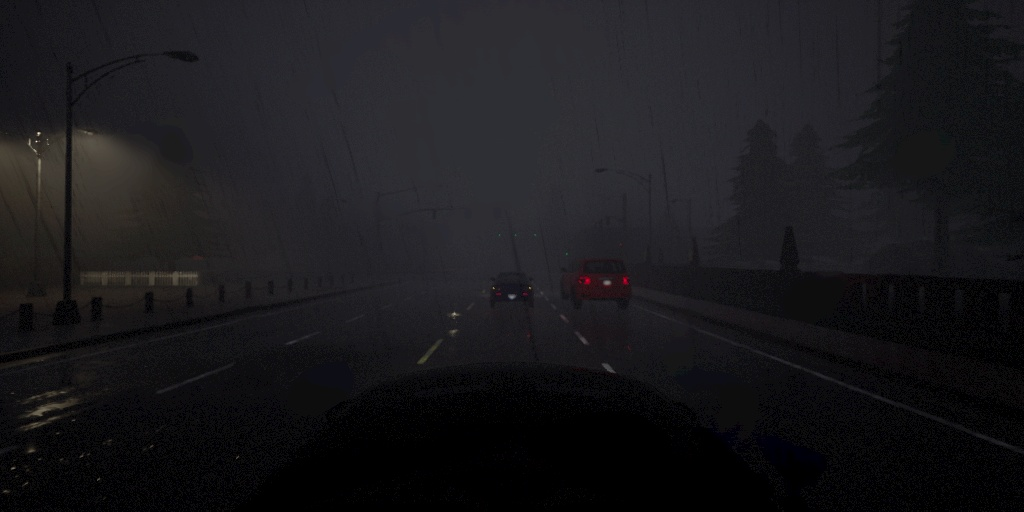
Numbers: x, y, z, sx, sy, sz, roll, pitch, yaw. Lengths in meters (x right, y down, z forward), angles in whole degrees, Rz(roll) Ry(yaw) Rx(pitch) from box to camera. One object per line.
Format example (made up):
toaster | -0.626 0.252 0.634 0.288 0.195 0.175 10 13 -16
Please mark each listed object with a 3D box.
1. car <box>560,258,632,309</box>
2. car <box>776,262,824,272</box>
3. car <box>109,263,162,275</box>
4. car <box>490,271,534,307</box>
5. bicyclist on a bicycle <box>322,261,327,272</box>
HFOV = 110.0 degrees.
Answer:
car | 3.500 1.096 15.849 2.150 2.045 5.566 0 0 0
car | 36.192 1.493 44.618 4.553 1.767 2.097 0 -1 0
car | -47.092 1.668 44.556 4.674 1.442 1.812 0 -1 0
car | 0.004 1.409 16.224 1.812 1.442 4.674 0 0 0
bicyclist on a bicycle | -27.391 1.516 52.451 0.582 1.620 1.656 0 0 0
